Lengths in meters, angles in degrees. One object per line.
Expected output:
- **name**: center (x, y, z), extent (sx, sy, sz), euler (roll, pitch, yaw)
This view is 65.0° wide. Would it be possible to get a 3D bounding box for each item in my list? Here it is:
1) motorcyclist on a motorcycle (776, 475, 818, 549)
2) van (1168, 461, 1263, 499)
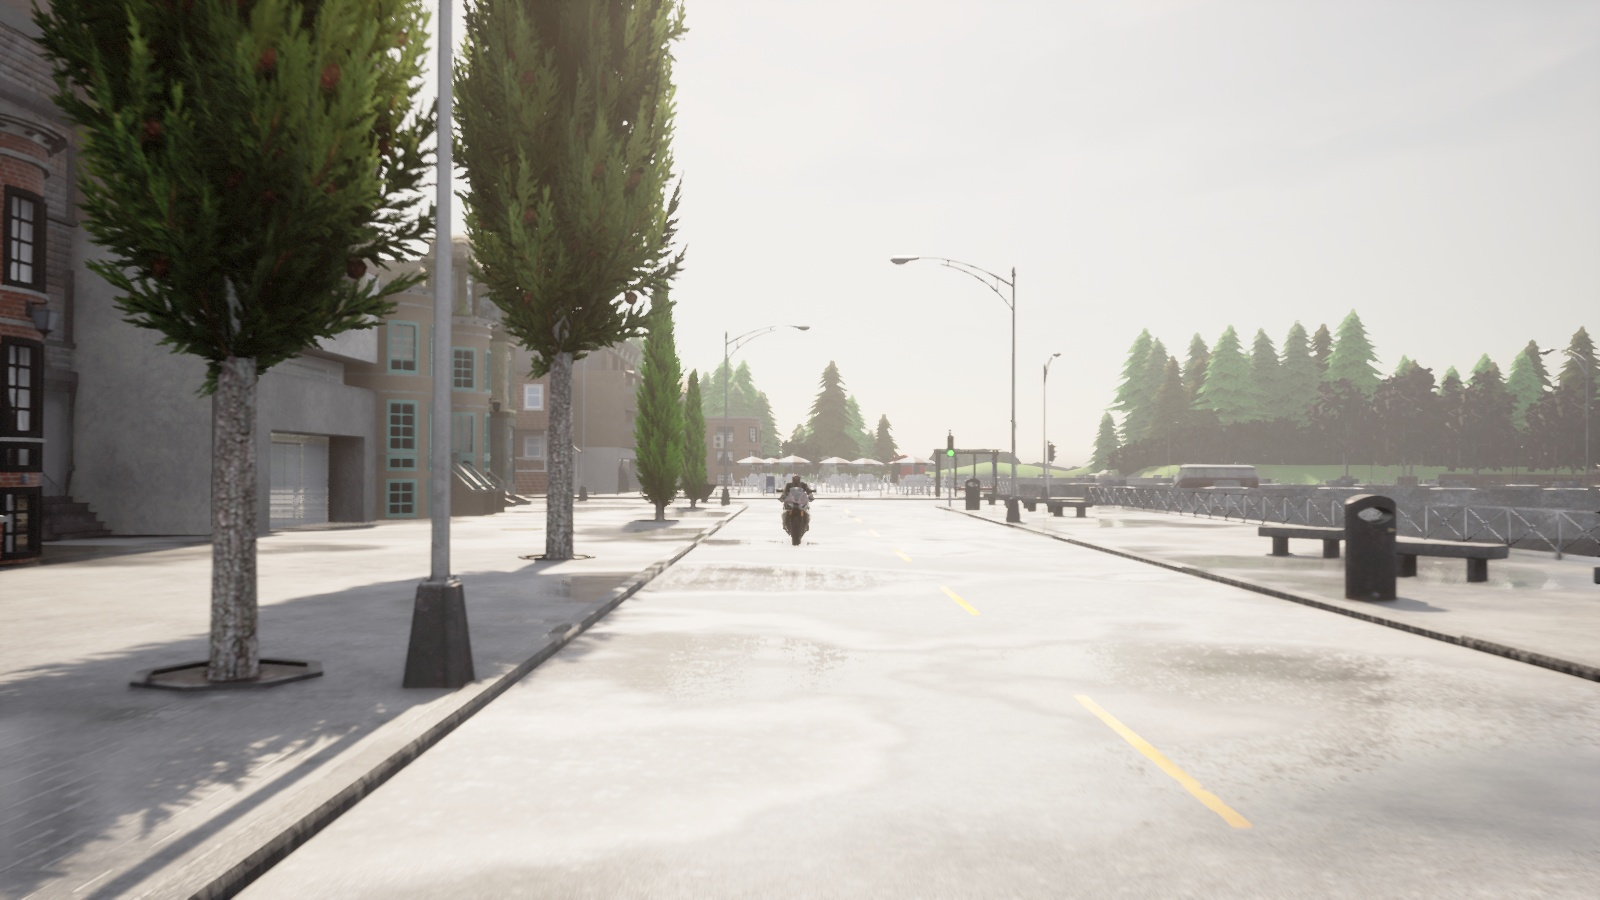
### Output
- **motorcyclist on a motorcycle**: center (-0.071, 1.303, 27.079), extent (0.866, 1.530, 2.191), euler (0, -1, 0)
- **van**: center (22.054, 1.597, 66.793), extent (4.442, 1.987, 1.775), euler (0, -1, 1)
